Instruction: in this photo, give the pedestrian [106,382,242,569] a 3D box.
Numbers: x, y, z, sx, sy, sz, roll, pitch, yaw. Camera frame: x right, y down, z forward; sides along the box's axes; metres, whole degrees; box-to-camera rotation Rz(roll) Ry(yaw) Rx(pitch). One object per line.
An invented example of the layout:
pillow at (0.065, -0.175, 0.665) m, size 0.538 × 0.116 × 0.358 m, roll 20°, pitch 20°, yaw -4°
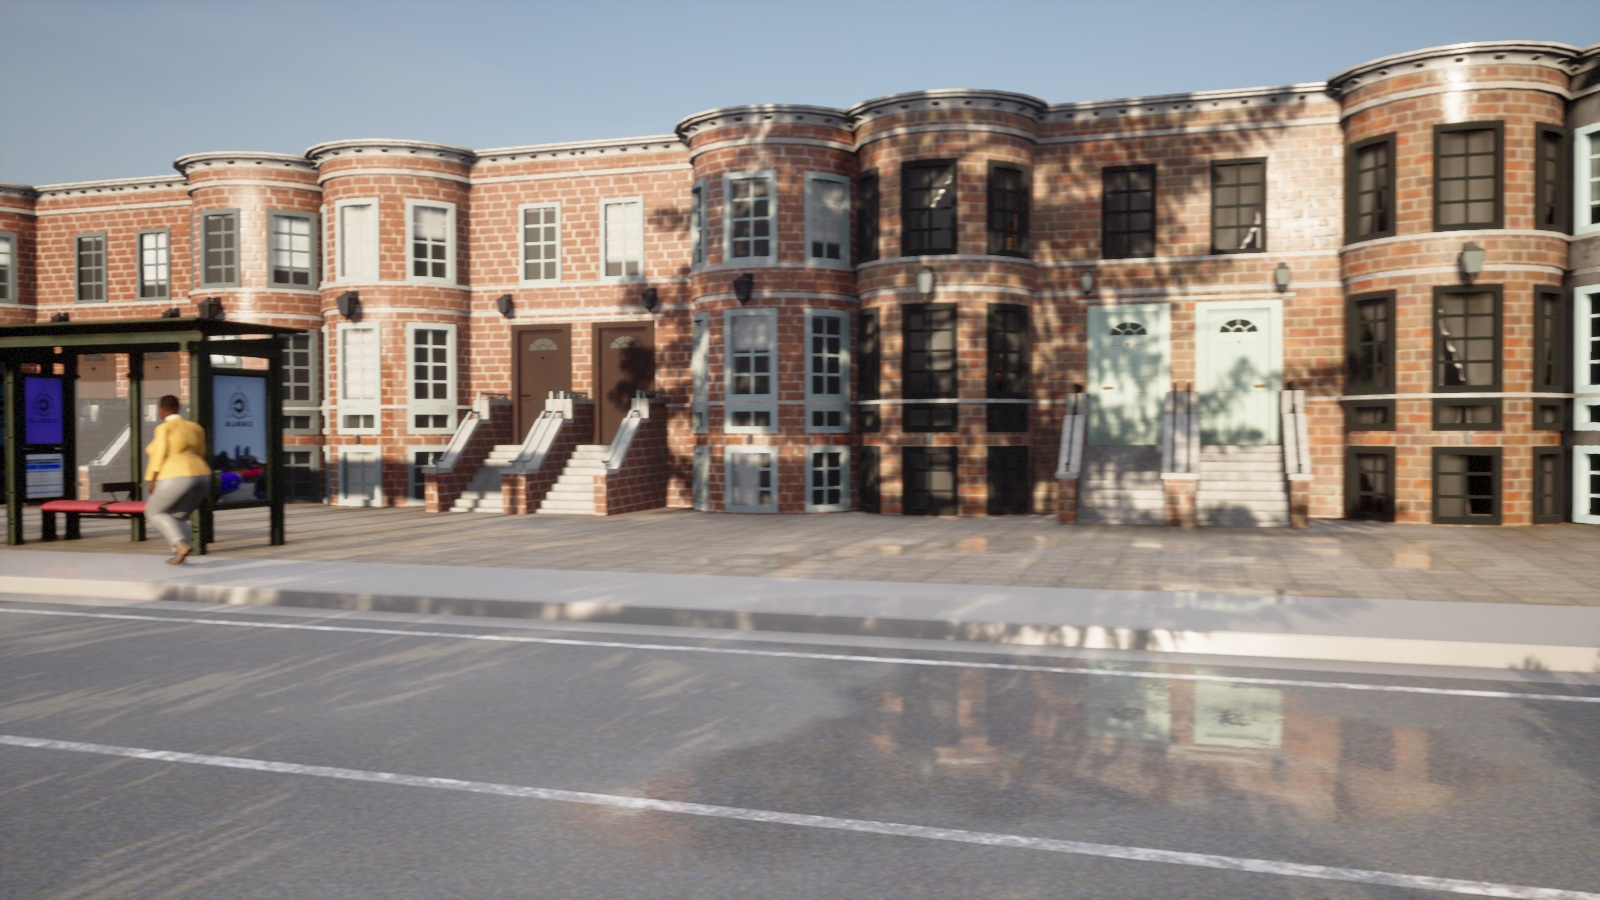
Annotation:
pedestrian at (-6.476, 0.241, 13.015) m, size 0.900 × 1.855 × 0.874 m, roll 1°, pitch 1°, yaw 18°
